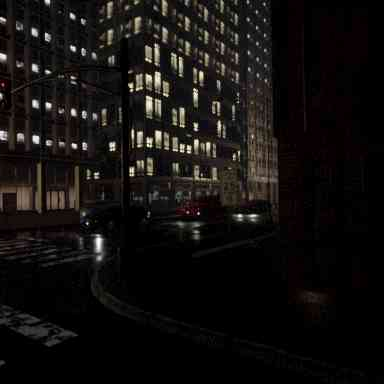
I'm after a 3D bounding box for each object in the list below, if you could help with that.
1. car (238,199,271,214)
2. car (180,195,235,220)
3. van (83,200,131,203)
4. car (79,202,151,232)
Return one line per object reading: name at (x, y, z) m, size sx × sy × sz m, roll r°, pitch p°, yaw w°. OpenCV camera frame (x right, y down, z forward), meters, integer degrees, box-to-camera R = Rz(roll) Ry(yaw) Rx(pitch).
car at (7.261, 1.584, 37.477) m, size 1.882 × 1.535 × 5.008 m, roll -1°, pitch -1°, yaw 36°
car at (1.256, 1.307, 29.115) m, size 2.150 × 2.045 × 5.566 m, roll -1°, pitch -1°, yaw 36°
van at (-5.980, 1.460, 23.458) m, size 1.690 × 1.788 × 3.998 m, roll -2°, pitch -1°, yaw 36°
car at (-4.633, 1.571, 20.925) m, size 1.837 × 1.490 × 4.892 m, roll -1°, pitch -1°, yaw 33°
